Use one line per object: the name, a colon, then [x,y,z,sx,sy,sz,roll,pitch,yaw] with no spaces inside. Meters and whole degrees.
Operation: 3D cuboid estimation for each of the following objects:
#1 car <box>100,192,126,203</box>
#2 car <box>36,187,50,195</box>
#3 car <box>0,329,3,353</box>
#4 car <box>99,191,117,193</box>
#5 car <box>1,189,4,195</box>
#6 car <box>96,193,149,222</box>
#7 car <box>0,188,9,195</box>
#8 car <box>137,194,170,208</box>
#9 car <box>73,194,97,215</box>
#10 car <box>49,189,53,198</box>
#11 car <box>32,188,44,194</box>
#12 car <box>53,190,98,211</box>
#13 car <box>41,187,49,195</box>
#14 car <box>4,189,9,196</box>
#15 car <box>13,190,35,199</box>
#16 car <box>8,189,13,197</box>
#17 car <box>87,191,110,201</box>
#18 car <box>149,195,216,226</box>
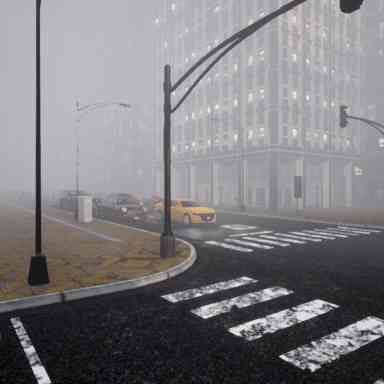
car: [-10.849,0.707,45.468,1.752,1.417,4.829,1,0,-36]
car: [-36.695,-0.357,81.614,2.192,1.841,5.009,1,0,-36]
car: [-4.387,1.440,3.432,4.097,1.590,1.967,0,0,-35]
car: [-5.934,0.861,28.618,2.097,1.767,4.553,0,1,-36]
car: [-36.983,0.107,67.604,2.008,1.369,4.403,1,0,-36]
car: [-4.556,1.069,22.264,1.967,1.590,4.097,1,0,-36]
car: [-43.468,-0.113,76.672,1.887,1.381,4.507,1,0,-36]
car: [-4.264,0.982,36.257,1.802,1.307,4.206,1,0,-36]
car: [-7.802,1.103,26.798,1.802,1.307,4.206,1,0,-36]
car: [-23.047,0.378,58.046,1.812,1.442,4.674,0,1,-36]
car: [-39.944,-0.213,86.151,1.947,1.339,4.313,1,0,-36]
car: [-11.038,0.729,31.331,2.192,1.841,5.009,1,0,-36]
car: [-33.457,-0.020,77.079,1.887,1.381,4.507,1,0,-36]
car: [-33.741,0.208,63.070,1.887,1.381,4.507,1,0,-36]
car: [-27.256,0.422,54.002,1.887,1.381,4.507,1,0,-36]
car: [-30.498,0.321,58.536,2.008,1.369,4.403,1,0,-36]
car: [-13.995,0.644,49.865,1.947,1.339,4.313,1,0,-36]
car: [-0.525,1.166,21.053,1.882,1.535,5.008,0,1,-36]
